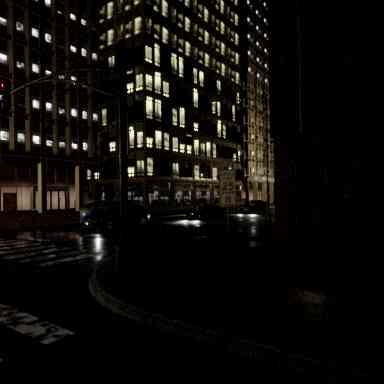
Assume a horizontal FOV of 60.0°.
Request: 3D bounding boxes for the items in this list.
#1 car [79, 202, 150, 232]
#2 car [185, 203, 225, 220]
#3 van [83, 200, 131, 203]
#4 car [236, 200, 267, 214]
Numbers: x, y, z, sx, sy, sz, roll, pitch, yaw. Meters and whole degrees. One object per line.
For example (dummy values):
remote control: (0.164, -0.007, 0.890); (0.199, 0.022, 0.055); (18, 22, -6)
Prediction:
car: (-4.676, 1.571, 20.993); (1.837, 1.490, 4.892); (-1, -1, 33)
car: (1.187, 1.649, 29.095); (1.994, 1.385, 4.181); (-1, -1, 36)
van: (-6.017, 1.460, 23.528); (1.690, 1.788, 3.998); (-2, -1, 36)
car: (7.087, 1.631, 37.281); (1.812, 1.442, 4.674); (-1, -1, 36)
